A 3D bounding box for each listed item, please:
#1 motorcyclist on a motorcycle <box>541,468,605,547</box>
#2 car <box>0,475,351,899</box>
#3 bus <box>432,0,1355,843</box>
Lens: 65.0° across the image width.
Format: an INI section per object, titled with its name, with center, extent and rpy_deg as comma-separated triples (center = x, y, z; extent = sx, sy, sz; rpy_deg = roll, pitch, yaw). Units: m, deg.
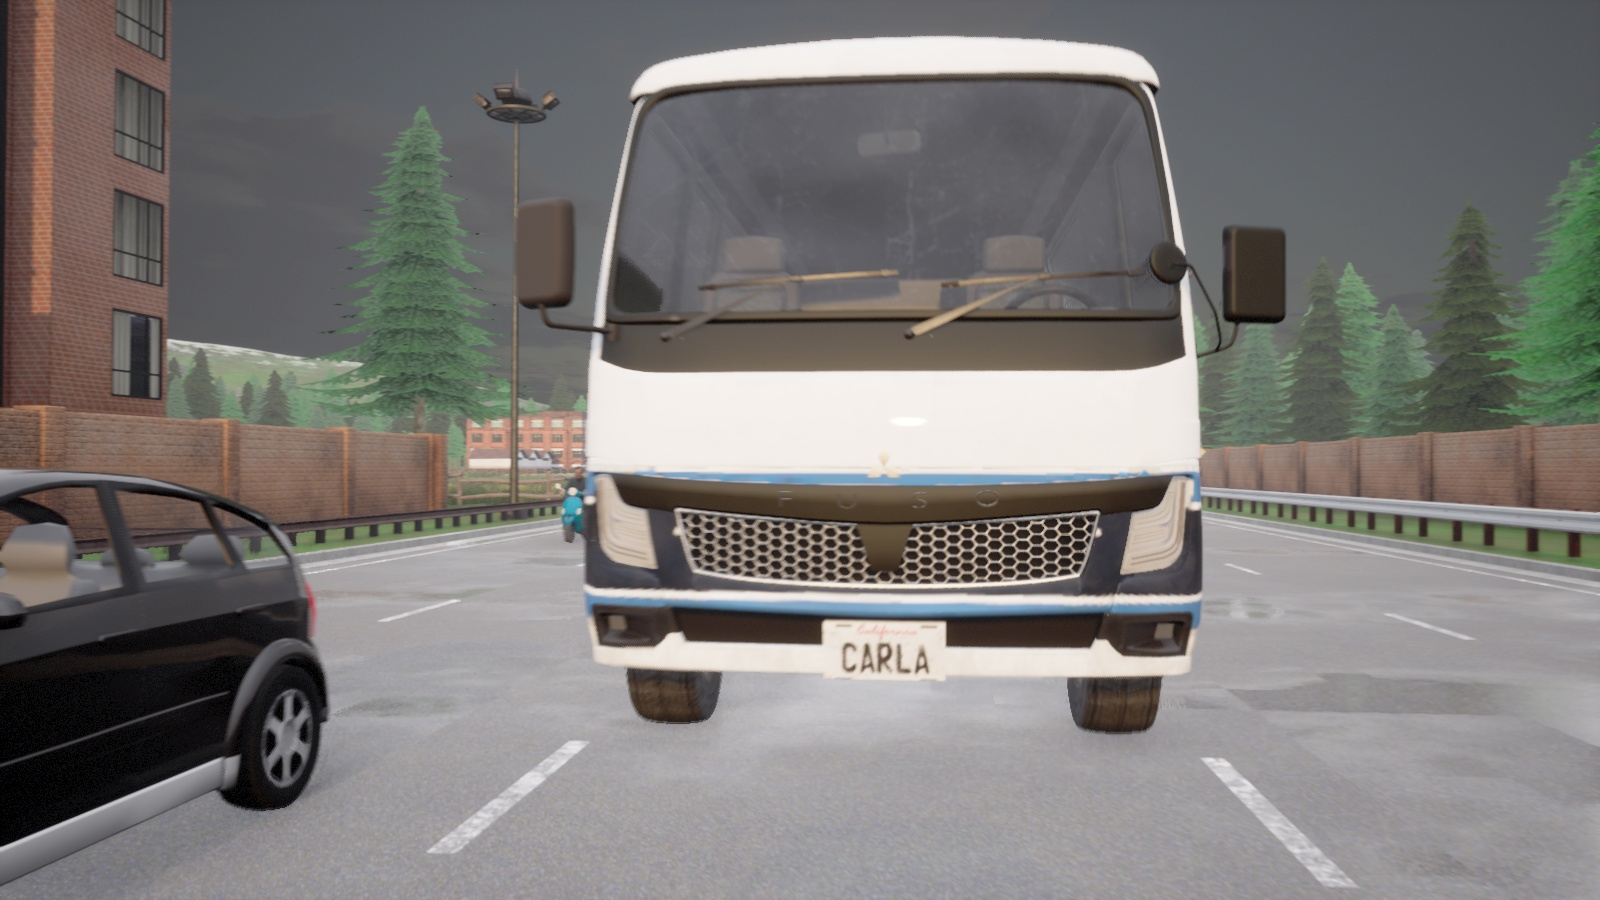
[motorcyclist on a motorcycle]
center = -4.734, 1.182, 26.330
extent = 0.866, 1.590, 1.817
rpy_deg = 0, -1, 5
[car]
center = -3.279, 0.872, 4.430
extent = 1.789, 1.549, 3.705
rpy_deg = 0, -1, 5
[bus]
center = 0.803, -0.411, 10.528
extent = 3.944, 4.253, 10.273
rpy_deg = 0, -1, 5
